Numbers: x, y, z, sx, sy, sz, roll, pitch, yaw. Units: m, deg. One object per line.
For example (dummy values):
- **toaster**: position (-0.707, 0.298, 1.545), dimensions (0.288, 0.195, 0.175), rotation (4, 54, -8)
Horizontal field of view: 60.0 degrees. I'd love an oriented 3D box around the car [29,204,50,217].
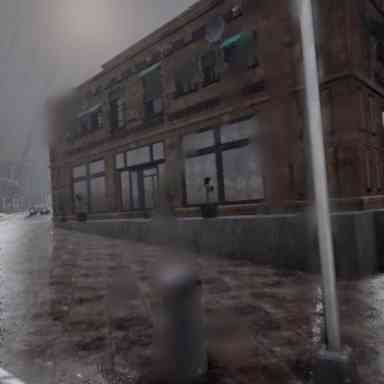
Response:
- **car**: position (-17.542, 2.099, 38.523), dimensions (1.895, 1.301, 4.718), rotation (-3, 0, -19)
